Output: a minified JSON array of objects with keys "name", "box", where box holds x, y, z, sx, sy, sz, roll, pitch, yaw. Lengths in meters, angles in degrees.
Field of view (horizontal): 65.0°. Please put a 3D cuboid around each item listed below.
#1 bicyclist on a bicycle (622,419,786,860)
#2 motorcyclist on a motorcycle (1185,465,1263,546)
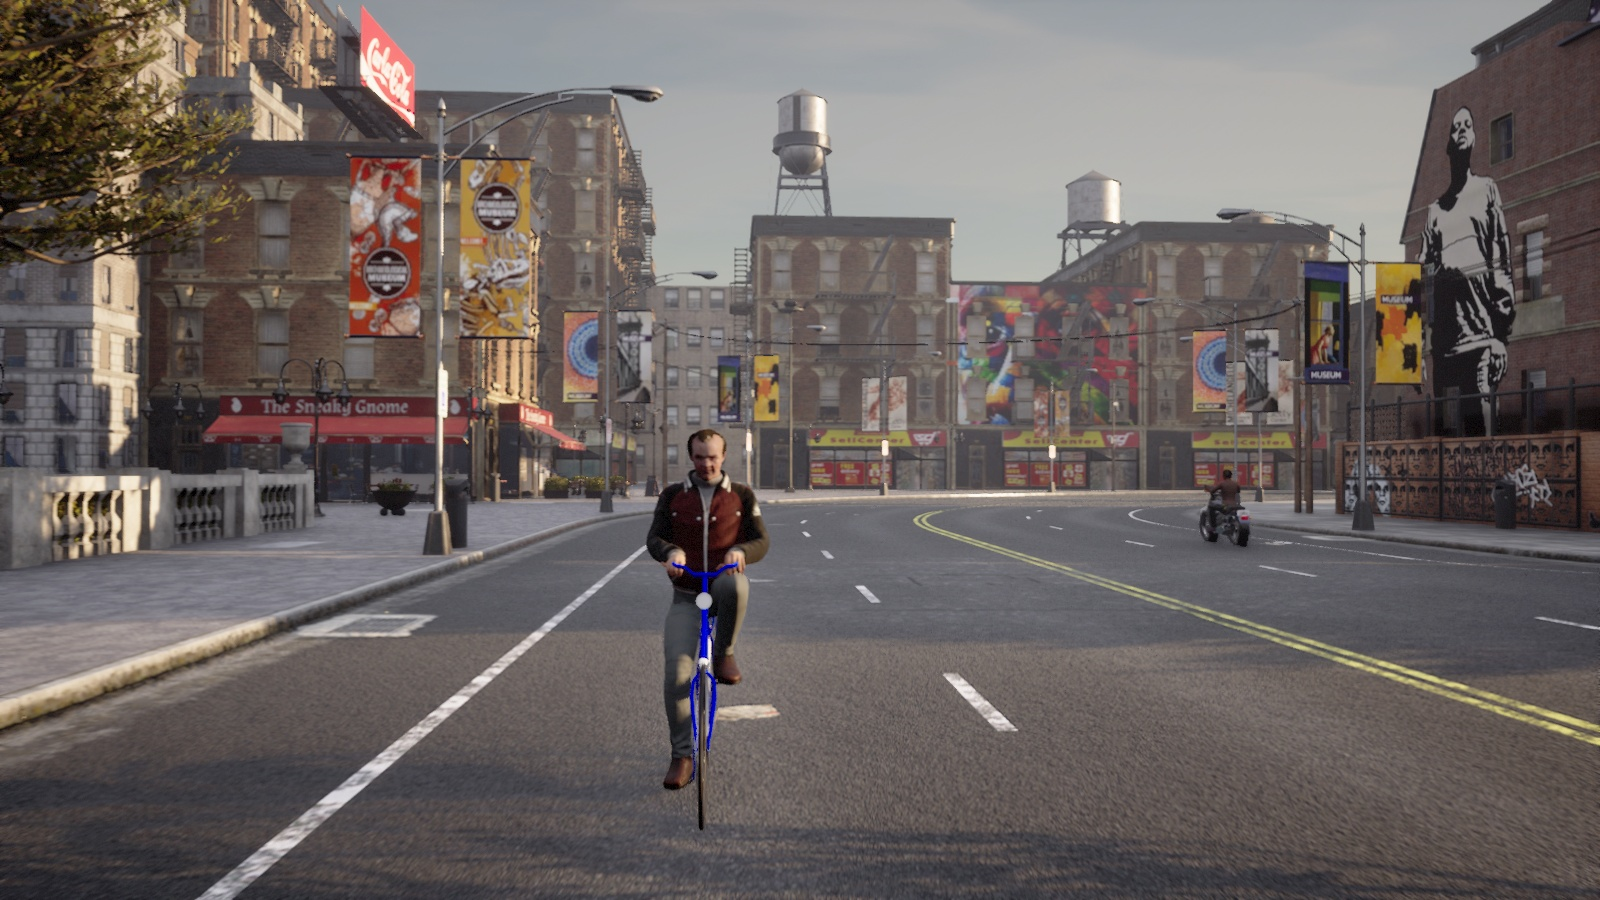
[{"name":"bicyclist on a bicycle","box":[-0.441,0.783,6.020,0.659,1.776,1.843,0,-1,-3]},{"name":"motorcyclist on a motorcycle","box":[9.107,1.165,27.060,0.766,1.649,2.350,0,-1,-3]}]
